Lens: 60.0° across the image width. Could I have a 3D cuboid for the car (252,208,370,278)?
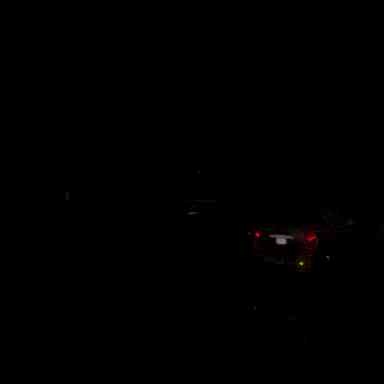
[{"bbox_3d":[3.802,1.262,10.363,2.097,1.767,4.553,-2,0,43],"label":"car"}]
